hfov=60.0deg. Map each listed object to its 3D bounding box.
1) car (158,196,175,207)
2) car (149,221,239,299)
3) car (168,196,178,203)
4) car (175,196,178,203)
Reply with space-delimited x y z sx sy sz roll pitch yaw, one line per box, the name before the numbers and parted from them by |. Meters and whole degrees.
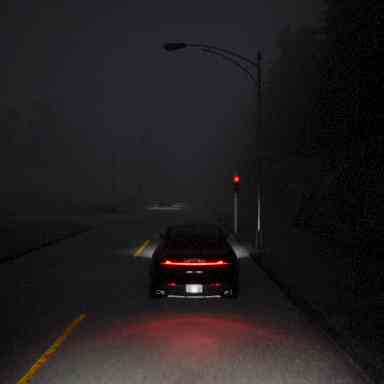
car | -4.082 1.477 51.186 1.882 1.535 5.008 0 0 0
car | 0.061 1.505 8.459 1.837 1.490 4.892 0 0 0
car | -3.983 1.522 70.733 1.812 1.442 4.674 0 0 0
car | -4.057 1.477 60.531 1.882 1.535 5.008 0 0 0
